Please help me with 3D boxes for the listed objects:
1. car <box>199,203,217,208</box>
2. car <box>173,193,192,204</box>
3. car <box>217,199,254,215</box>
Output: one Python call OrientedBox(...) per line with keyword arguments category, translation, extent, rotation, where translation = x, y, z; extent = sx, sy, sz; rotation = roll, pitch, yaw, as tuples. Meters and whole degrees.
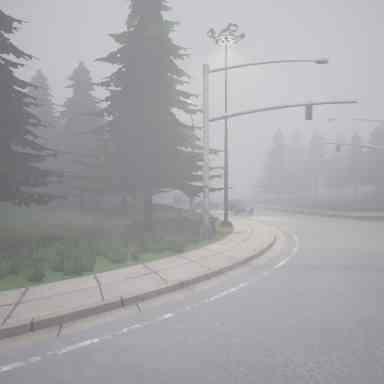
OrientedBox(category="car", translation=(2.064, 1.601, 43.922), extent=(1.895, 1.301, 4.718), rotation=(0, 0, -16))
OrientedBox(category="car", translation=(-1.705, 1.219, 56.874), extent=(2.150, 2.045, 5.566), rotation=(0, 0, -16))
OrientedBox(category="car", translation=(4.717, 1.491, 34.282), extent=(2.128, 1.511, 4.902), rotation=(0, 0, -15))
